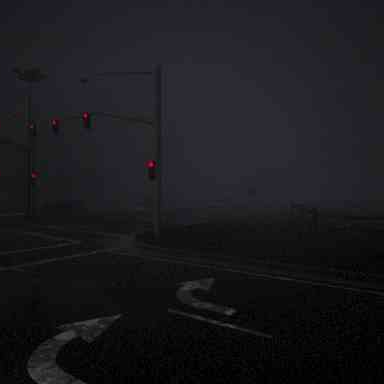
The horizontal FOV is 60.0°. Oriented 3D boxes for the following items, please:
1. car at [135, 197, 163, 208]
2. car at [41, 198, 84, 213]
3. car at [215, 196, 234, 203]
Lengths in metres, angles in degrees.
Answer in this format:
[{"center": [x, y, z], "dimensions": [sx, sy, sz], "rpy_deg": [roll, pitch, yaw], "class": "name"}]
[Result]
[{"center": [-6.399, 1.503, 49.652], "dimensions": [1.837, 1.490, 4.892], "rpy_deg": [0, 0, 35], "class": "car"}, {"center": [-14.637, 1.489, 37.924], "dimensions": [2.128, 1.511, 4.902], "rpy_deg": [0, 0, 36], "class": "car"}, {"center": [6.769, 1.547, 68.193], "dimensions": [2.033, 1.411, 5.357], "rpy_deg": [0, 0, 36], "class": "car"}]
